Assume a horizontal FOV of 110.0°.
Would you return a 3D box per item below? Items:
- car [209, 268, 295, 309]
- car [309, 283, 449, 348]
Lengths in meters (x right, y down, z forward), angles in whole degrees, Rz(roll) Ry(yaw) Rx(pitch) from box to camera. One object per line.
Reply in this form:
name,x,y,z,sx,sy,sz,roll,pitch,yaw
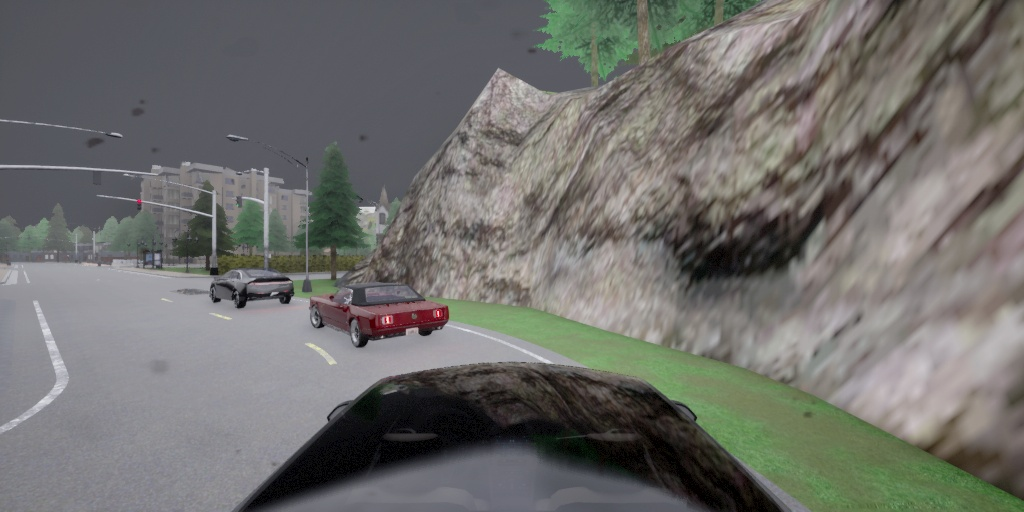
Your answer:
car,-11.016,1.242,15.103,4.902,1.511,2.128,0,0,36
car,-3.713,1.351,9.393,1.895,1.301,4.718,0,0,-44
